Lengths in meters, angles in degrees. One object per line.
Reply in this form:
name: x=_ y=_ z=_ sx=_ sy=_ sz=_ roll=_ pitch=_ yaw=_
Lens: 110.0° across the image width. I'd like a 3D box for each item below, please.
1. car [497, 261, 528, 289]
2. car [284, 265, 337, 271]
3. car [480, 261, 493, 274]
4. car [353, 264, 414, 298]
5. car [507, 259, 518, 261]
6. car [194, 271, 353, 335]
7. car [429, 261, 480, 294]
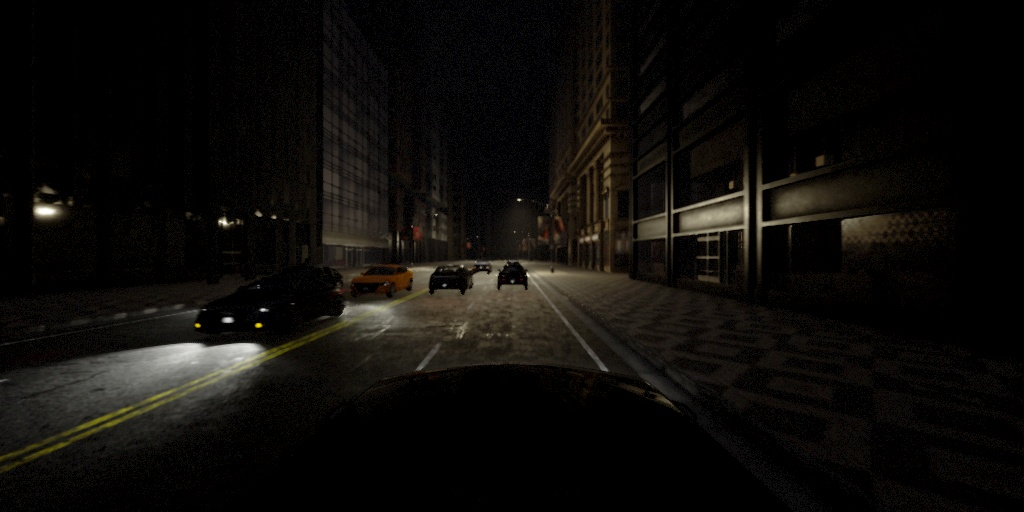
car: x=0.048 y=1.225 z=22.458 sx=1.812 sy=1.442 sz=4.674 roll=0 pitch=0 yaw=1
car: x=-9.770 y=1.219 z=16.968 sx=1.837 sy=1.490 sz=4.892 roll=0 pitch=0 yaw=0
car: x=-3.168 y=1.206 z=39.298 sx=2.033 sy=1.411 sz=5.357 roll=0 pitch=0 yaw=0
car: x=-6.503 y=1.187 z=18.492 sx=1.882 sy=1.535 sz=5.008 roll=0 pitch=0 yaw=0
car: x=0.091 y=1.131 z=48.096 sx=2.128 sy=1.511 sz=4.902 roll=0 pitch=0 yaw=0
car: x=-6.583 y=1.294 z=10.296 sx=1.994 sy=1.385 sz=4.181 roll=0 pitch=0 yaw=0
car: x=-3.227 y=1.199 z=19.665 sx=2.128 sy=1.511 sz=4.902 roll=0 pitch=0 yaw=0
